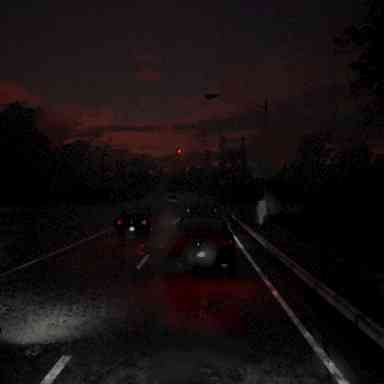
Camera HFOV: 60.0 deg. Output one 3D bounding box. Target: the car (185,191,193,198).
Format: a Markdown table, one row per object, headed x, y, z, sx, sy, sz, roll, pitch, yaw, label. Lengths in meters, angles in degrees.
| x | y | z | sx | sy | sz | roll | pitch | yaw | label |
| --- | --- | --- | --- | --- | --- | --- | --- | --- | --- |
| -0.756 | 0.913 | 90.771 | 1.812 | 1.442 | 4.674 | 0 | 1 | 1 | car |

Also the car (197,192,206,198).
| x | y | z | sx | sy | sz | roll | pitch | yaw | label |
| --- | --- | --- | --- | --- | --- | --- | --- | --- | --- |
| 2.745 | 0.939 | 90.670 | 2.033 | 1.411 | 5.357 | 0 | 1 | 1 | car |

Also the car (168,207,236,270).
| x | y | z | sx | sy | sz | roll | pitch | yaw | label |
| --- | --- | --- | --- | --- | --- | --- | --- | --- | --- |
| 0.317 | 1.465 | 10.982 | 1.882 | 1.535 | 5.008 | 0 | 0 | 1 | car |

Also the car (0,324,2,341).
| x | y | z | sx | sy | sz | roll | pitch | yaw | label |
| --- | --- | --- | --- | --- | --- | --- | --- | --- | --- |
| -3.336 | 1.524 | 2.281 | 1.812 | 1.442 | 4.674 | 0 | 0 | 0 | car |

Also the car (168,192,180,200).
| x | y | z | sx | sy | sz | roll | pitch | yaw | label |
| --- | --- | --- | --- | --- | --- | --- | --- | --- | --- |
| -4.626 | 1.157 | 78.973 | 1.994 | 1.385 | 4.181 | 0 | 1 | 2 | car |

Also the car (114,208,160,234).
| x | y | z | sx | sy | sz | roll | pitch | yaw | label |
| --- | --- | --- | --- | --- | --- | --- | --- | --- | --- |
| -2.964 | 1.558 | 19.033 | 1.895 | 1.301 | 4.718 | 0 | 0 | 2 | car |

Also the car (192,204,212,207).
| x | y | z | sx | sy | sz | roll | pitch | yaw | label |
| --- | --- | --- | --- | --- | --- | --- | --- | --- | --- |
| 0.630 | 1.493 | 21.981 | 2.033 | 1.411 | 5.357 | 0 | 0 | 2 | car |

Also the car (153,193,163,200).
| x | y | z | sx | sy | sz | roll | pitch | yaw | label |
| --- | --- | --- | --- | --- | --- | --- | --- | --- | --- |
| -8.128 | 1.082 | 78.990 | 1.882 | 1.535 | 5.008 | 0 | 1 | 2 | car |
